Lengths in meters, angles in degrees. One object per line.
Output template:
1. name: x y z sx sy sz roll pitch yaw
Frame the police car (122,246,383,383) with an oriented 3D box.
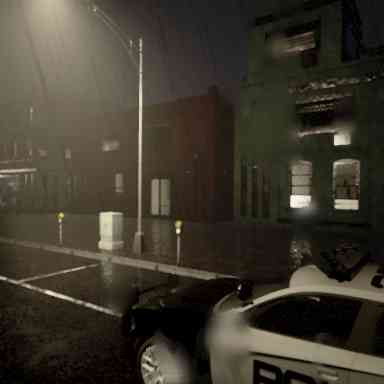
1. police car: 1.418 1.424 3.349 5.238 1.638 1.930 0 0 36
